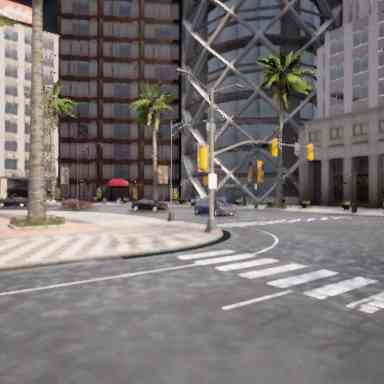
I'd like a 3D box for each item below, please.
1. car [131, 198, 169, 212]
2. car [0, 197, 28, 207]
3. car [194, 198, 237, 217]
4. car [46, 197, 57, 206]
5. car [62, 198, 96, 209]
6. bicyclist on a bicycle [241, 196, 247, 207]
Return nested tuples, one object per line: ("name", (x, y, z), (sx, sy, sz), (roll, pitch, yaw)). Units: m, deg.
("car", (-5.086, 1.556, 40.138), (5.008, 1.535, 1.882), (0, 0, 35))
("car", (-26.583, 1.534, 50.111), (4.892, 1.490, 1.837), (0, 0, -1))
("car", (2.256, 1.438, 32.737), (2.097, 1.767, 4.553), (0, 0, -39))
("car", (-24.217, 1.571, 53.536), (4.674, 1.442, 1.812), (0, 0, 2))
("car", (-15.389, 1.581, 45.155), (4.674, 1.442, 1.812), (0, 0, 15))
("bicyclist on a bicycle", (7.614, 1.443, 48.876), (0.582, 1.620, 1.656), (0, 0, 42))
